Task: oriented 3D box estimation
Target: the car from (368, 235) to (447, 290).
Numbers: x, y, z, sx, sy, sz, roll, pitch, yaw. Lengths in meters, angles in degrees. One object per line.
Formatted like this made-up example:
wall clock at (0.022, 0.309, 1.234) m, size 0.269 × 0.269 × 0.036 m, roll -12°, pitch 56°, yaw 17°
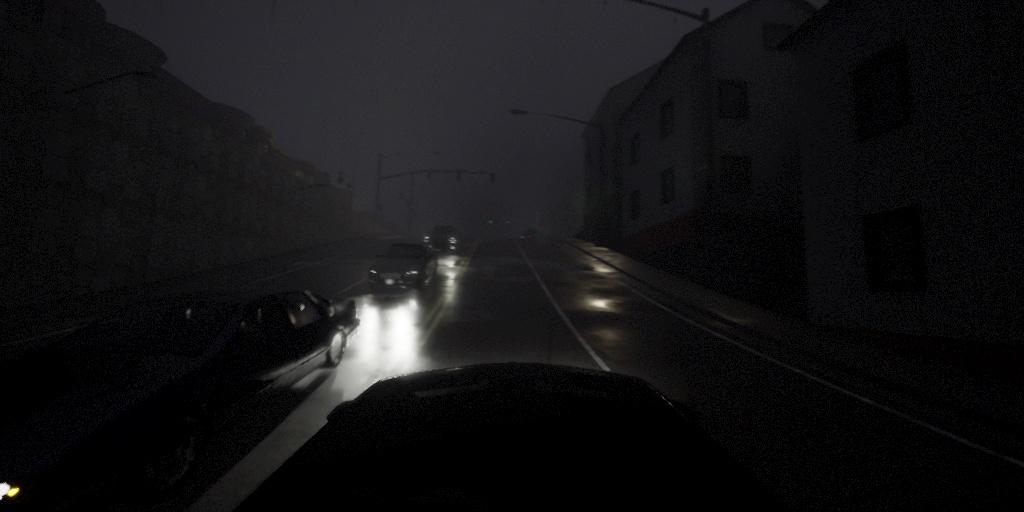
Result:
car at (-4.082, 0.243, 14.086) m, size 2.128 × 1.511 × 4.902 m, roll 2°, pitch 8°, yaw -3°

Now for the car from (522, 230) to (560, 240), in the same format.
car at (3.959, -2.130, 46.646) m, size 5.566 × 2.045 × 2.150 m, roll 5°, pitch -8°, yaw -29°

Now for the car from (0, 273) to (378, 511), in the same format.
car at (-3.639, 1.130, 4.467) m, size 2.033 × 1.411 × 5.357 m, roll 2°, pitch 1°, yaw -3°

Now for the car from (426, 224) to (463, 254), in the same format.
car at (-4.470, -1.240, 23.622) m, size 2.097 × 1.767 × 4.553 m, roll 2°, pitch 8°, yaw -3°
